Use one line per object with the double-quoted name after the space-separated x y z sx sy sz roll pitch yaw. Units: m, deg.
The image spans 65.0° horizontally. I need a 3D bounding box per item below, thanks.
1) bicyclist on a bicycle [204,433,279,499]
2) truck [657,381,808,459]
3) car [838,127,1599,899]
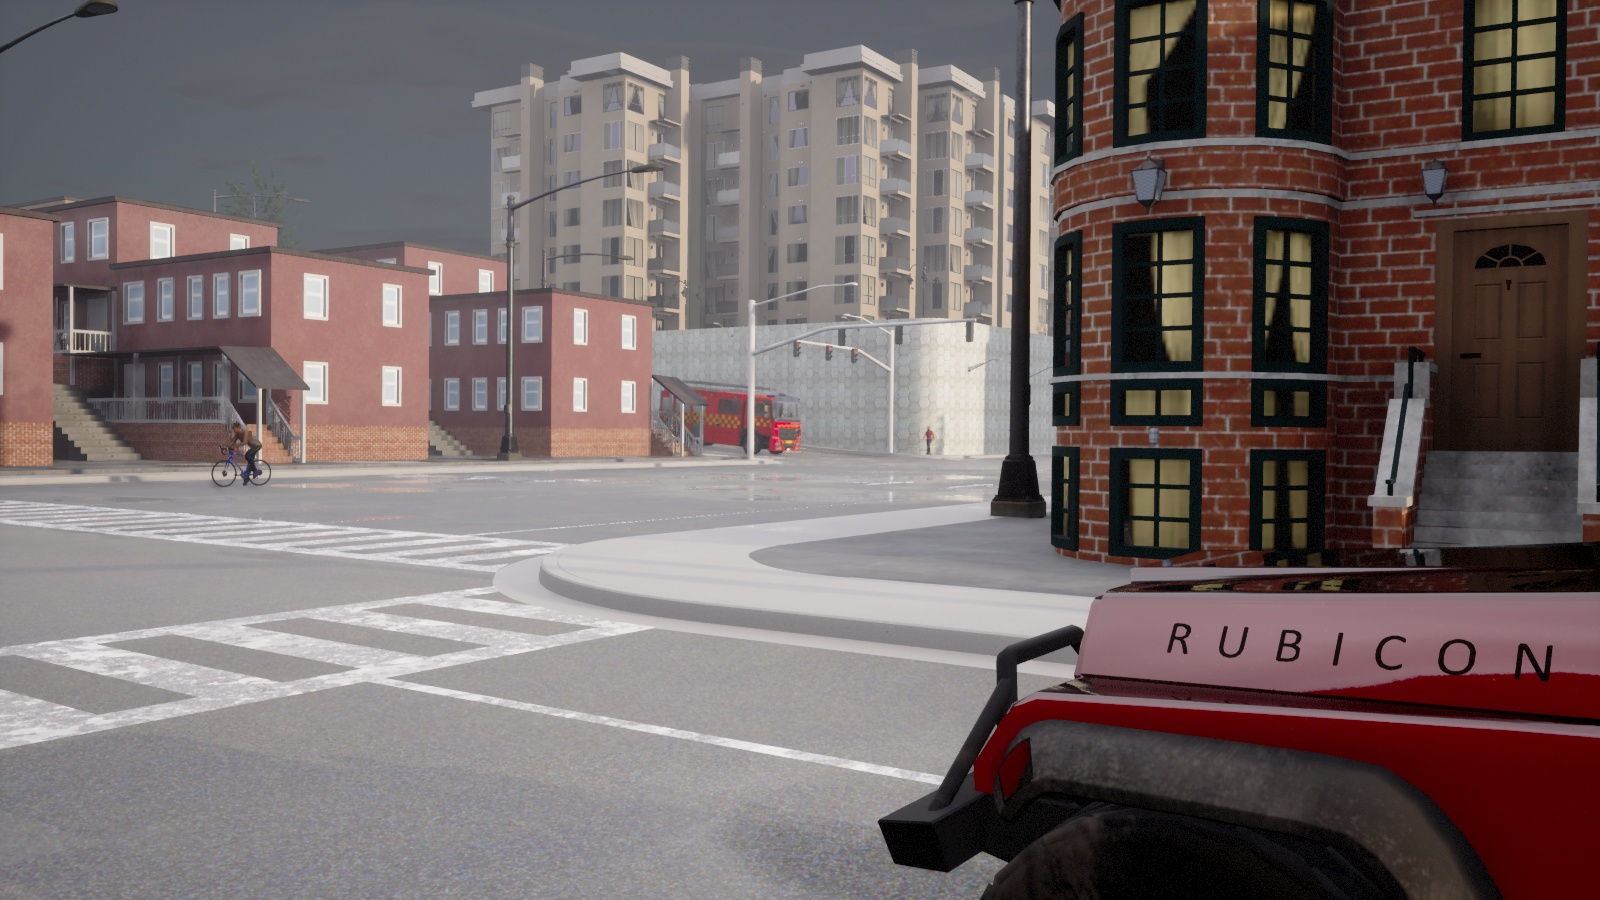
-14.082 0.379 31.706 0.582 1.620 1.656 0 1 33 "bicyclist on a bicycle"
-4.009 -1.808 72.817 8.468 3.827 2.891 6 4 33 "truck"
2.219 0.478 2.153 3.866 1.878 1.905 0 1 33 "car"
